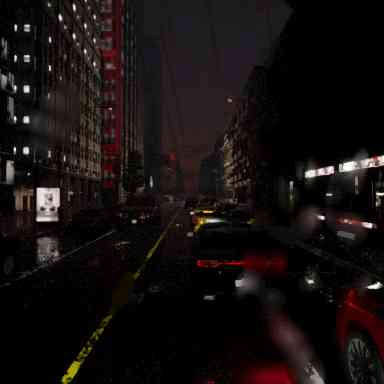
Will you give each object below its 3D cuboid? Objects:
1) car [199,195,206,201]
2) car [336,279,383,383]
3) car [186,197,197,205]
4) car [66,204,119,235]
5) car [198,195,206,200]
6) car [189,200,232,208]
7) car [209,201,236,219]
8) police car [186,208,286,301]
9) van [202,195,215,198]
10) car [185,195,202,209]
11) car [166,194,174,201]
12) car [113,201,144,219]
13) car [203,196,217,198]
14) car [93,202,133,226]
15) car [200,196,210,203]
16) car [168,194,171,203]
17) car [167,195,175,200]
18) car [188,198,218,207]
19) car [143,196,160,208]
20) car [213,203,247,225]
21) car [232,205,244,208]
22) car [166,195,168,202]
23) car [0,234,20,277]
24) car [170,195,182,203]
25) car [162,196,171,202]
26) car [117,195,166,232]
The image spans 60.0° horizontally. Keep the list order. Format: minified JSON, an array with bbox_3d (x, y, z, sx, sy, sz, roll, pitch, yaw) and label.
[{"bbox_3d":[2.677,1.527,86.695,1.802,1.307,4.206,1,0,0],"label":"car"},{"bbox_3d":[2.702,1.316,1.845,2.192,1.841,5.009,1,0,0],"label":"car"},{"bbox_3d":[-0.017,1.576,60.036,1.895,1.301,4.718,0,0,0],"label":"car"},{"bbox_3d":[-5.687,1.582,18.846,1.802,1.307,4.206,1,0,0],"label":"car"},{"bbox_3d":[2.676,1.488,92.352,2.008,1.369,4.403,1,0,0],"label":"car"},{"bbox_3d":[0.894,1.455,18.602,1.801,1.575,5.366,0,0,0],"label":"car"},{"bbox_3d":[2.692,1.546,30.128,2.008,1.369,4.403,1,0,0],"label":"car"},{"bbox_3d":[0.897,1.426,8.521,1.930,1.638,5.238,0,0,0],"label":"police car"},{"bbox_3d":[2.690,1.326,47.099,1.690,1.788,3.998,1,0,0],"label":"van"},{"bbox_3d":[-0.006,1.463,45.875,1.882,1.535,5.008,0,0,0],"label":"car"},{"bbox_3d":[-5.701,1.385,86.729,1.967,1.590,4.097,1,0,0],"label":"car"},{"bbox_3d":[-5.689,1.561,30.160,1.947,1.339,4.313,1,0,0],"label":"car"},{"bbox_3d":[2.688,1.554,41.442,1.947,1.339,4.313,1,0,0],"label":"car"},{"bbox_3d":[-5.687,1.543,24.503,1.887,1.381,4.507,1,0,0],"label":"car"},{"bbox_3d":[2.681,1.547,69.725,1.802,1.307,4.206,1,0,0],"label":"car"},{"bbox_3d":[-5.697,1.406,69.758,1.967,1.590,4.097,1,0,0],"label":"car"},{"bbox_3d":[-5.704,1.503,92.385,1.947,1.339,4.313,1,0,0],"label":"car"},{"bbox_3d":[0.809,1.454,24.600,1.801,1.575,5.366,0,0,0],"label":"car"},{"bbox_3d":[-5.692,1.425,47.132,1.967,1.590,4.097,1,0,0],"label":"car"},{"bbox_3d":[2.693,1.564,24.471,1.947,1.339,4.313,1,0,0],"label":"car"},{"bbox_3d":[2.695,1.525,18.985,1.752,1.417,4.829,1,0,0],"label":"car"},{"bbox_3d":[-5.696,1.558,58.445,1.802,1.307,4.206,1,0,0],"label":"car"},{"bbox_3d":[-5.683,1.546,7.533,1.887,1.381,4.507,1,0,0],"label":"car"},{"bbox_3d":[-3.018,1.491,69.421,1.812,1.442,4.674,0,0,0],"label":"car"},{"bbox_3d":[-5.701,1.541,75.414,1.802,1.307,4.206,1,0,0],"label":"car"},{"bbox_3d":[-3.106,1.221,20.644,2.150,2.045,5.566,0,0,0],"label":"car"}]
